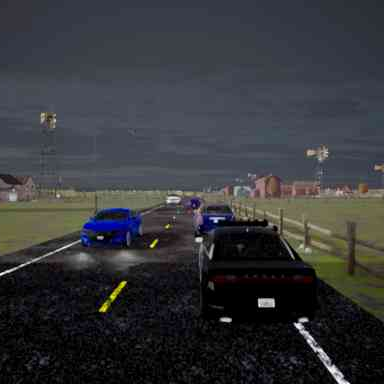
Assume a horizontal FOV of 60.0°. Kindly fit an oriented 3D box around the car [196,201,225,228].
[{"bbox_3d":[1.208,1.462,23.547,1.801,1.575,5.366,0,0,0],"label":"car"}]

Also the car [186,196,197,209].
[{"bbox_3d":[0.337,1.559,45.321,1.812,1.442,4.674,0,0,1],"label":"car"}]

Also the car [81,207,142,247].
[{"bbox_3d":[-3.494,1.479,15.224,1.882,1.535,5.008,0,0,0],"label":"car"}]

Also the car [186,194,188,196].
[{"bbox_3d":[0.396,1.560,61.975,2.128,1.511,4.902,0,0,0],"label":"car"}]

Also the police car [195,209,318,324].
[{"bbox_3d":[1.108,1.424,7.466,1.930,1.638,5.238,0,0,0],"label":"police car"}]

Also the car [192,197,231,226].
[{"bbox_3d":[1.168,1.353,17.328,2.097,1.767,4.553,0,0,0],"label":"car"}]

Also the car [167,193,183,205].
[{"bbox_3d":[-3.202,1.284,58.847,2.150,2.045,5.566,0,0,0],"label":"car"}]
